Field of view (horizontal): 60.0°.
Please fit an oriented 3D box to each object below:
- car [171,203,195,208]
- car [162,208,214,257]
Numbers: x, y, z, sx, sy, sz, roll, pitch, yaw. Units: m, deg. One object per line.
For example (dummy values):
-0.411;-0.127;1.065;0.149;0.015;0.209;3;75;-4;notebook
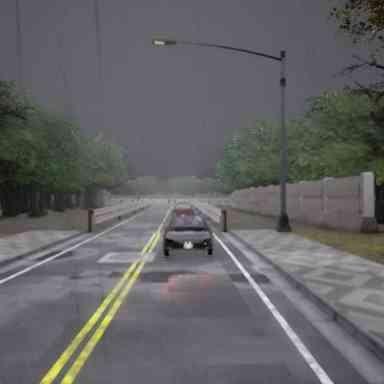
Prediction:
-0.793;1.747;29.327;1.882;1.535;5.008;0;0;-2;car
-0.172;1.618;13.587;2.128;1.511;4.902;0;0;-1;car
